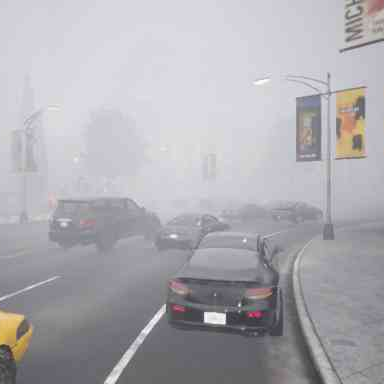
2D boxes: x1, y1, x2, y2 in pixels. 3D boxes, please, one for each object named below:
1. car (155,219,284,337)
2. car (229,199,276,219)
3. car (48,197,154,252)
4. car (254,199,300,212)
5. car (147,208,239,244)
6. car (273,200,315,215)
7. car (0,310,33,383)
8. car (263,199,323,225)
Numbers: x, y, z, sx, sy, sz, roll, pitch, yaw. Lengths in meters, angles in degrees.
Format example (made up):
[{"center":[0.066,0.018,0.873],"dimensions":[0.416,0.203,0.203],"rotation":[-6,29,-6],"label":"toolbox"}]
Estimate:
[{"center":[0.836,1.525,6.696],"dimensions":[1.812,1.442,4.674],"rotation":[0,0,13],"label":"car"},{"center":[4.432,1.548,26.009],"dimensions":[5.357,1.411,2.033],"rotation":[0,0,-44],"label":"car"},{"center":[-3.457,1.223,14.255],"dimensions":[2.150,2.045,5.566],"rotation":[0,0,24],"label":"car"},{"center":[9.954,1.549,38.828],"dimensions":[5.357,1.411,2.033],"rotation":[0,0,-29],"label":"car"},{"center":[0.229,1.564,13.780],"dimensions":[1.994,1.385,4.181],"rotation":[0,0,26],"label":"car"},{"center":[10.788,1.566,35.229],"dimensions":[4.181,1.385,1.994],"rotation":[0,0,-31],"label":"car"},{"center":[-2.875,1.455,1.680],"dimensions":[1.801,1.575,5.366],"rotation":[0,0,4],"label":"car"},{"center":[7.721,1.494,24.244],"dimensions":[4.902,1.511,2.128],"rotation":[0,0,-43],"label":"car"}]
